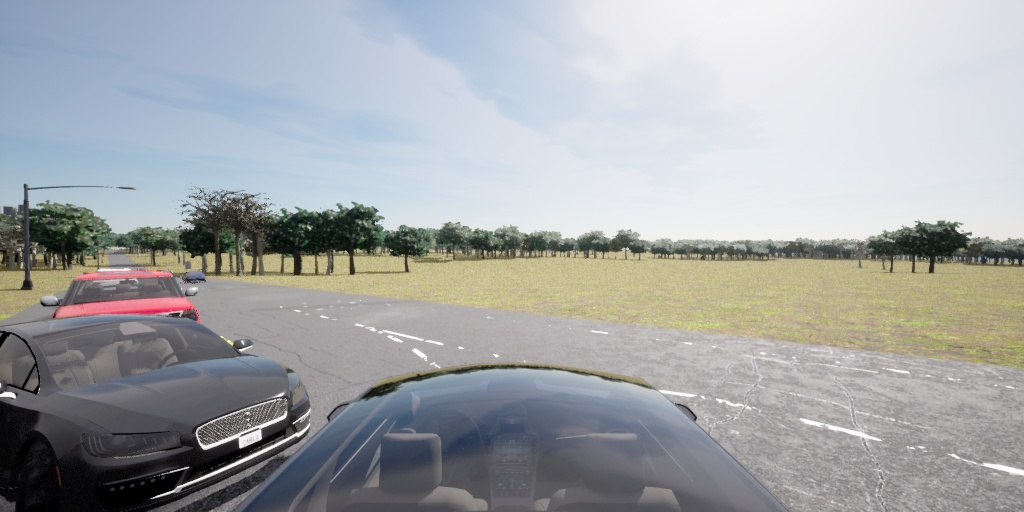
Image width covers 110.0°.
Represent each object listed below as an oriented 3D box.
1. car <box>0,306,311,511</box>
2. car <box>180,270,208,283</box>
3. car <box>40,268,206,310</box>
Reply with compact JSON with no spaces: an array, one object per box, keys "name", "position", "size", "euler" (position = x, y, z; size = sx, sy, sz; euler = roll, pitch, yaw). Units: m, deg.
[{"name":"car","position":[-4.513,1.445,4.013],"size":[4.892,1.490,1.837],"euler":[-3,-3,22]},{"name":"car","position":[-40.828,2.619,45.985],"size":[5.357,1.411,2.033],"euler":[-2,0,42]},{"name":"car","position":[-9.365,1.386,8.720],"size":[5.566,2.045,2.150],"euler":[-2,0,42]}]
